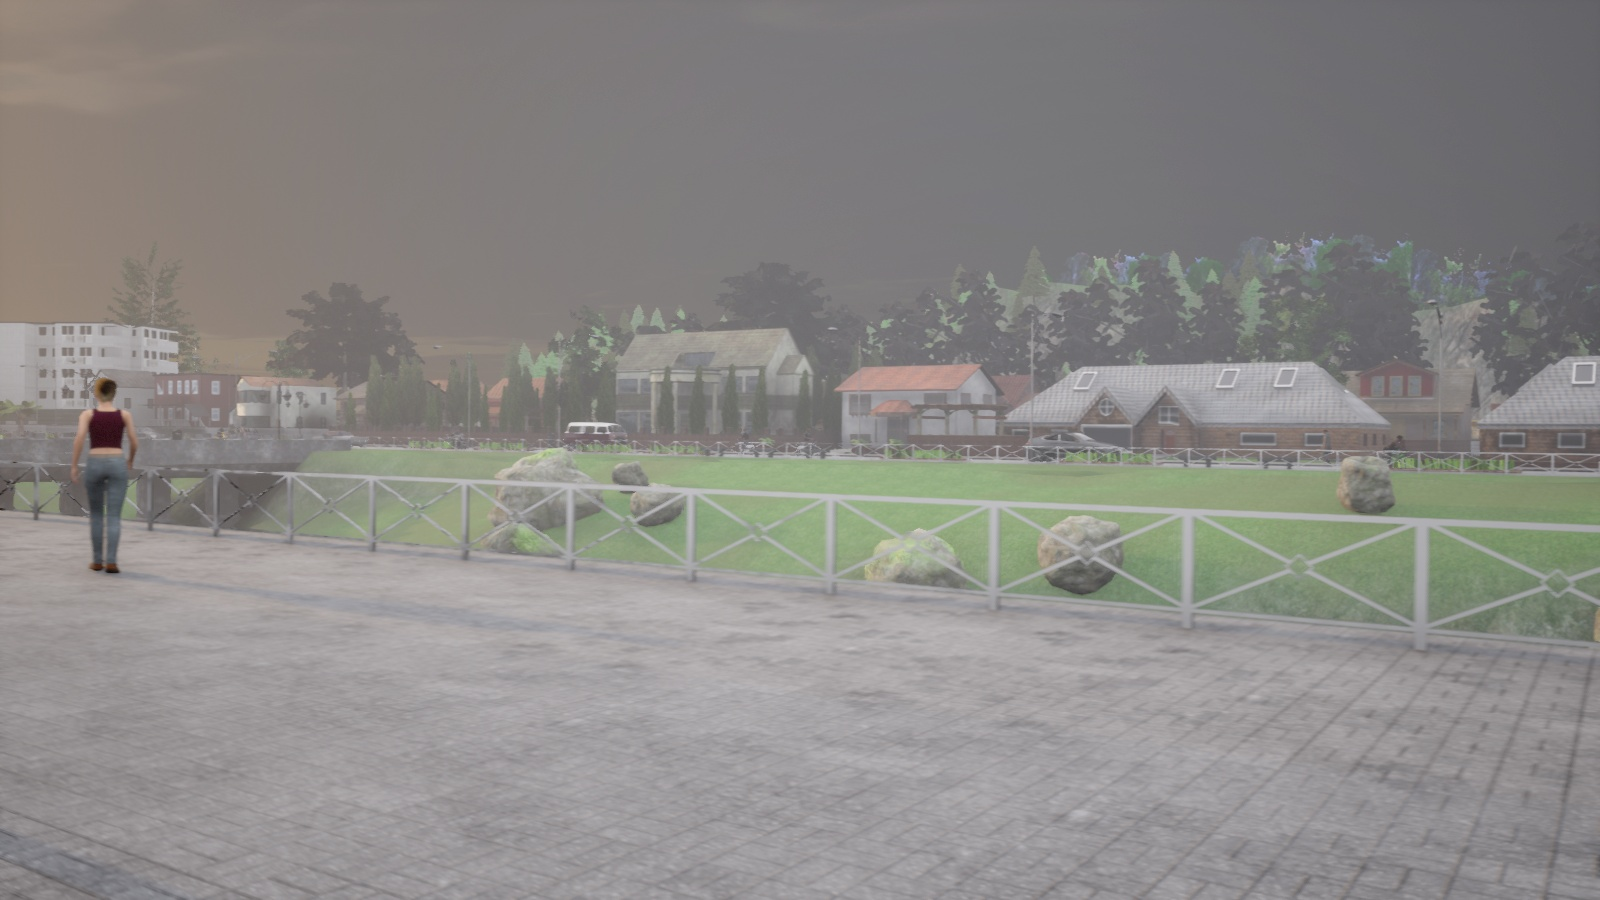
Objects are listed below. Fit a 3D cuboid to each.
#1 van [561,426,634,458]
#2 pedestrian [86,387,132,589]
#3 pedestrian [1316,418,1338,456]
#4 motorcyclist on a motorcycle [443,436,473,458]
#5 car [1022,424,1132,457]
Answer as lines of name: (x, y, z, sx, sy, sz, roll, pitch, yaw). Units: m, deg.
van: (-13.287, -0.548, 82.293, 4.480, 2.038, 2.069, 0, 1, 34)
pedestrian: (-6.452, 0.340, 11.736, 0.345, 1.836, 0.594, -1, 1, -28)
pedestrian: (27.190, -0.689, 64.748, 0.873, 1.952, 0.659, 0, 1, 44)
motorcyclist on a motorcycle: (-24.441, -0.236, 89.716, 2.191, 1.530, 0.866, 0, 1, 34)
car: (14.102, -0.492, 64.073, 5.027, 1.651, 2.152, 0, 1, 34)
